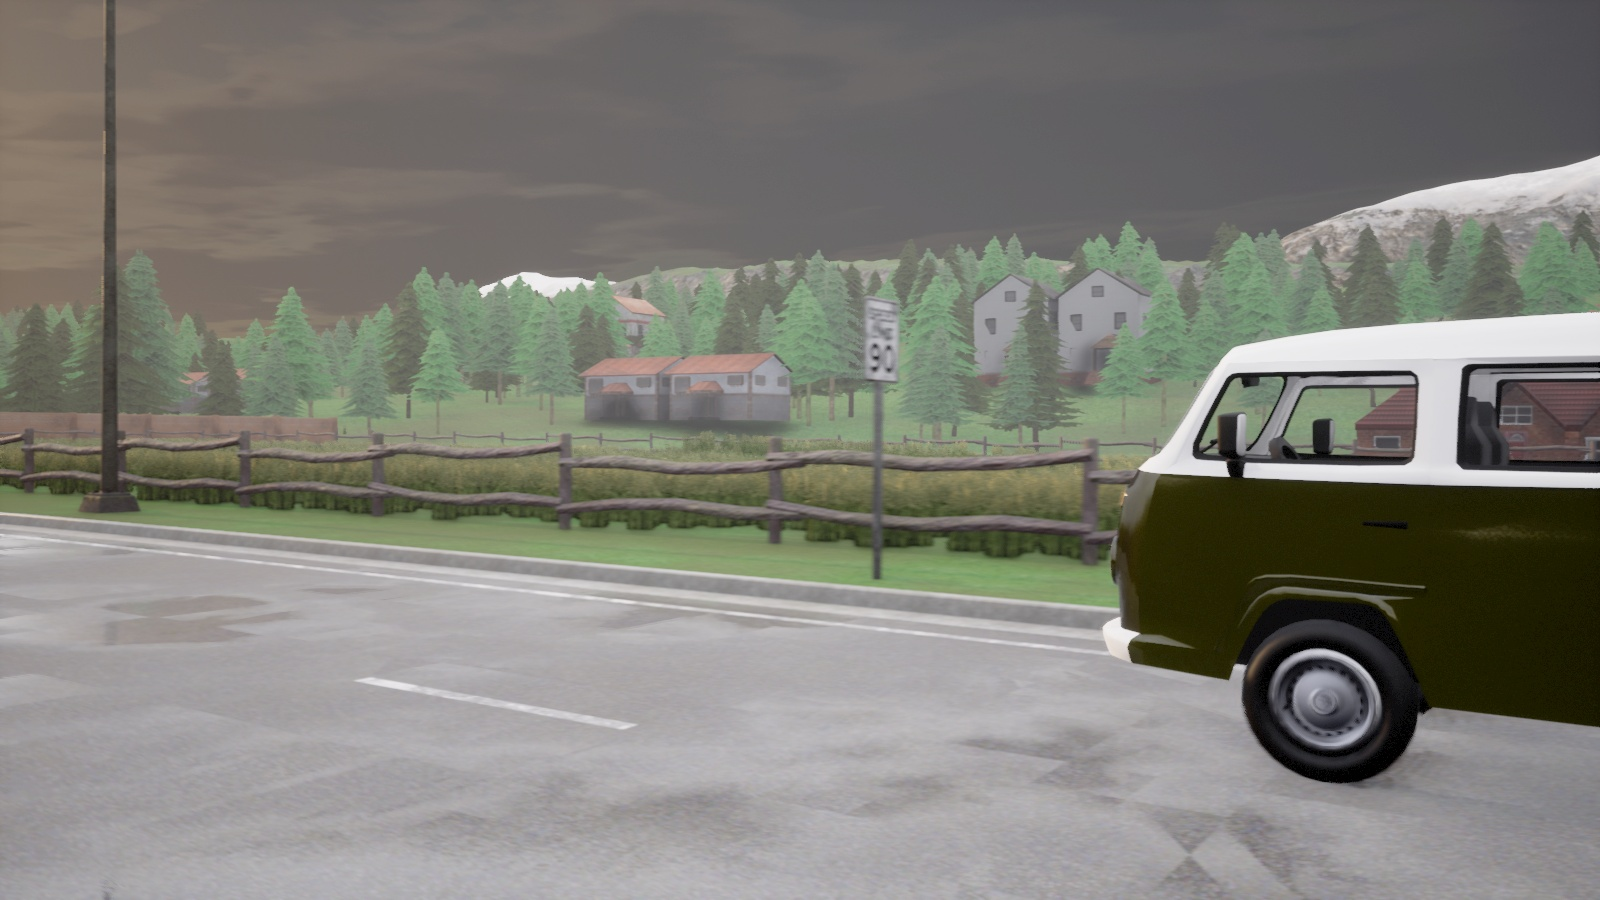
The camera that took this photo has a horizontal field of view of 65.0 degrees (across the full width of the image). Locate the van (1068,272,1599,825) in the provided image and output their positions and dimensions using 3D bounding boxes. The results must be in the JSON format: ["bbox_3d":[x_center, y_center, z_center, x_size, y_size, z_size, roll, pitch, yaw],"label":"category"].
[{"bbox_3d":[3.668,0.350,5.383,4.480,2.038,2.069,0,1,34],"label":"van"}]
